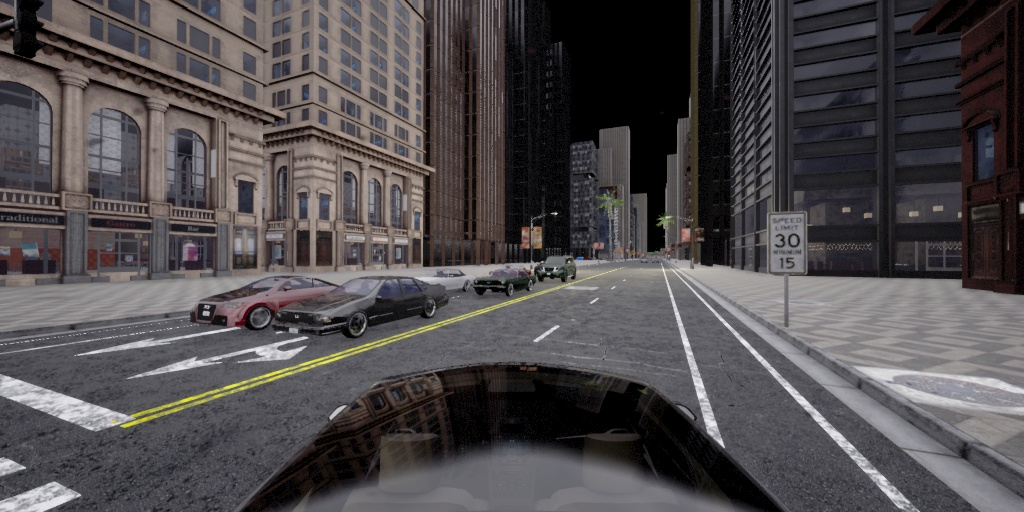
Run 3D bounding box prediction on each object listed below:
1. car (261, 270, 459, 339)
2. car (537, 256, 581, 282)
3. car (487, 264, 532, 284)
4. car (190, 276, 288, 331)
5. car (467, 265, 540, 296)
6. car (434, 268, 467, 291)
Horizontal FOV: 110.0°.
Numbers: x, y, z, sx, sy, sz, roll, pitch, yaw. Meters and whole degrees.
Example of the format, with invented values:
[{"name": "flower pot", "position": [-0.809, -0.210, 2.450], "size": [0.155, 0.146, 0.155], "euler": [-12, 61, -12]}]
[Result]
[{"name": "car", "position": [-3.934, 1.299, 10.576], "size": [2.033, 1.411, 5.357], "euler": [0, 0, 22]}, {"name": "car", "position": [3.785, 0.987, 29.336], "size": [2.150, 2.045, 5.566], "euler": [0, 0, 22]}, {"name": "car", "position": [-0.081, 1.364, 28.490], "size": [1.895, 1.301, 4.718], "euler": [0, 0, 23]}, {"name": "car", "position": [-7.198, 1.316, 11.173], "size": [1.994, 1.385, 4.181], "euler": [0, 0, 23]}, {"name": "car", "position": [-0.287, 1.358, 19.444], "size": [1.895, 1.301, 4.718], "euler": [0, 0, 23]}, {"name": "car", "position": [-3.871, 1.357, 19.278], "size": [1.895, 1.301, 4.718], "euler": [0, 0, 22]}]
